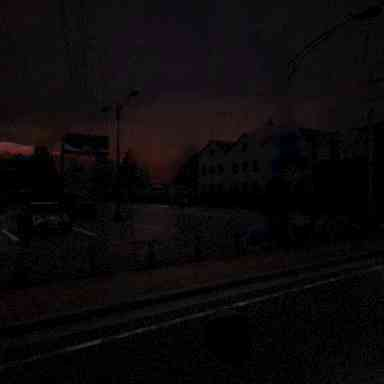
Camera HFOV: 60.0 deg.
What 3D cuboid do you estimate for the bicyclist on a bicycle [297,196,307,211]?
[{"bbox_3d":[11.698,1.238,35.370,1.656,1.620,0.582,0,0,-35],"label":"bicyclist on a bicycle"}]

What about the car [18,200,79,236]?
[{"bbox_3d":[-7.308,1.261,16.456,1.970,1.475,3.806,0,0,-36],"label":"car"}]

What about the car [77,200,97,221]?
[{"bbox_3d":[-8.427,1.341,24.321,2.007,1.523,4.514,0,0,-36],"label":"car"}]

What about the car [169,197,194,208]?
[{"bbox_3d":[-1.500,1.450,47.413,1.812,1.442,4.674,0,0,-35],"label":"car"}]

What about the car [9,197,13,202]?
[{"bbox_3d":[-40.881,1.361,71.852,3.866,1.878,1.905,0,0,-36],"label":"car"}]

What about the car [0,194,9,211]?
[{"bbox_3d":[-21.795,1.106,36.743,1.905,1.878,3.866,0,0,-36],"label":"car"}]
